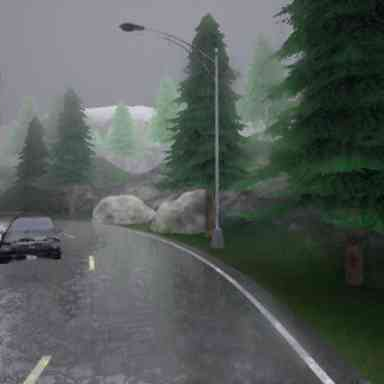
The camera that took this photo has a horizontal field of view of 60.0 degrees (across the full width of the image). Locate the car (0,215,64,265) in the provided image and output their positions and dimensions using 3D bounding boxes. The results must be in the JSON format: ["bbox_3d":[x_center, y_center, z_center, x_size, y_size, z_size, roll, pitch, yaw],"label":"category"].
[{"bbox_3d":[-5.872,1.568,12.306,2.033,1.411,5.357,0,0,-25],"label":"car"}]
